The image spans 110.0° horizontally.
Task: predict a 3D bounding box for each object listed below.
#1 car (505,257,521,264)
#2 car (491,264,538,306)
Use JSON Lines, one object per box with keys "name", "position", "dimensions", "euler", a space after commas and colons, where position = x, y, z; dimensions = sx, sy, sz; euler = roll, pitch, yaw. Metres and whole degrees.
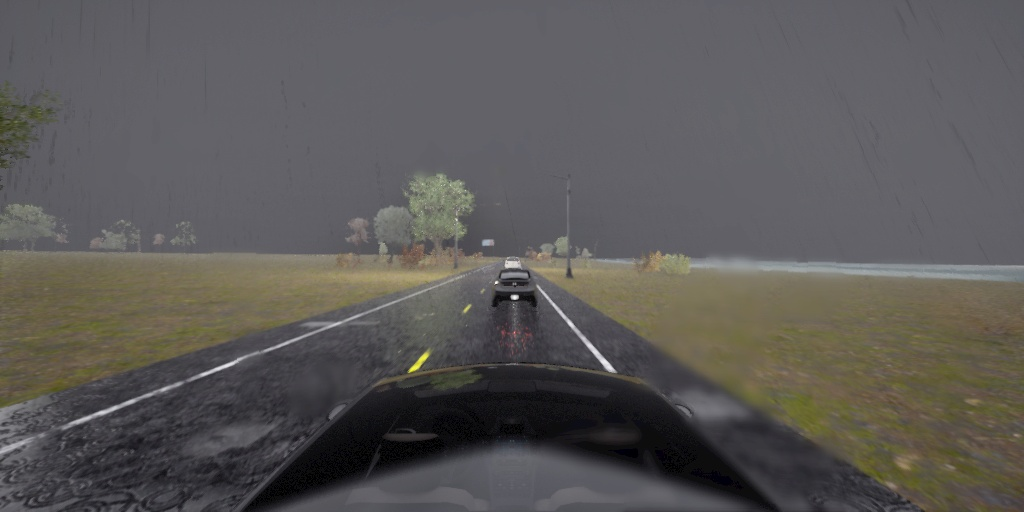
{"name": "car", "position": [0.130, 1.164, 51.938], "dimensions": [2.150, 2.045, 5.566], "euler": [0, 0, 0]}
{"name": "car", "position": [0.109, 1.315, 16.138], "dimensions": [1.837, 1.490, 4.892], "euler": [0, 0, 0]}
